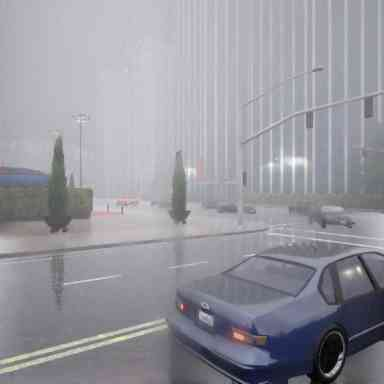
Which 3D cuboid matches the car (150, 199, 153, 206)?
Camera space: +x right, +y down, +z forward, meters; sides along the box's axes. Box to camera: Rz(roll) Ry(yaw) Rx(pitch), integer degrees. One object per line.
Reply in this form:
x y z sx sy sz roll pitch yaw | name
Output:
-4.762 1.526 51.353 1.812 1.442 4.674 0 0 -36 | car

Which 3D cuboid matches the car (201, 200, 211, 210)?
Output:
3.301 1.547 40.196 2.033 1.411 5.357 0 0 -36 | car

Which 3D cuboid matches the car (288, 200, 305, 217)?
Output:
10.909 1.505 29.748 1.837 1.490 4.892 0 0 -36 | car

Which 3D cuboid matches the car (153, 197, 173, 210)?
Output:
-2.695 1.504 42.513 1.837 1.490 4.892 0 0 -36 | car

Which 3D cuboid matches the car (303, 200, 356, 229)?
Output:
9.006 1.525 21.830 1.812 1.442 4.674 1 0 3 | car

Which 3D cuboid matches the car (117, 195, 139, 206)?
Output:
-10.198 1.351 52.911 2.097 1.767 4.553 0 0 -36 | car

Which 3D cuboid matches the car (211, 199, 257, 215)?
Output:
4.296 1.526 32.881 1.812 1.442 4.674 0 0 -36 | car

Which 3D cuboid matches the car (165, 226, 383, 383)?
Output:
2.224 1.547 5.389 5.357 1.411 2.033 0 0 -35 | car
